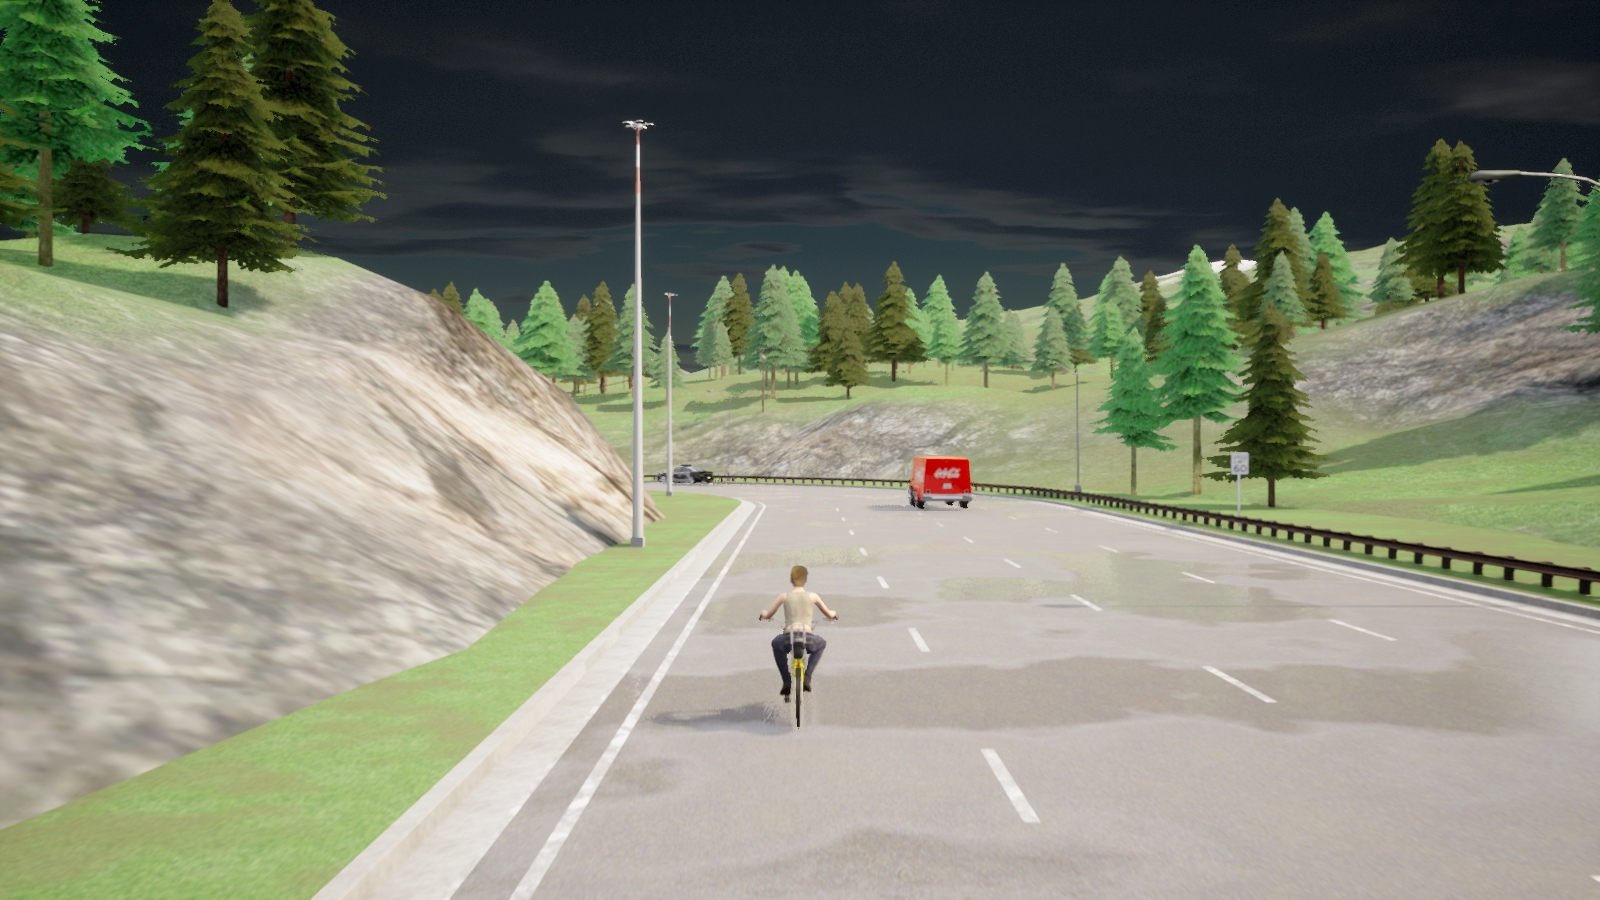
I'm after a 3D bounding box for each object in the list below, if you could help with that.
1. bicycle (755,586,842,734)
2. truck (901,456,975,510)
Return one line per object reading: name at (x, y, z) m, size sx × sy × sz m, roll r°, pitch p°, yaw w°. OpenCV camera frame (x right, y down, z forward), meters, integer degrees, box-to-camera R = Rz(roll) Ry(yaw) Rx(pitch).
bicycle at (-0.014, 2.158, 11.989) m, size 0.859 × 1.276 × 1.487 m, roll 0°, pitch 0°, yaw 0°
truck at (6.681, 1.569, 55.849) m, size 2.627 × 2.467 × 5.204 m, roll 0°, pitch 0°, yaw -4°
